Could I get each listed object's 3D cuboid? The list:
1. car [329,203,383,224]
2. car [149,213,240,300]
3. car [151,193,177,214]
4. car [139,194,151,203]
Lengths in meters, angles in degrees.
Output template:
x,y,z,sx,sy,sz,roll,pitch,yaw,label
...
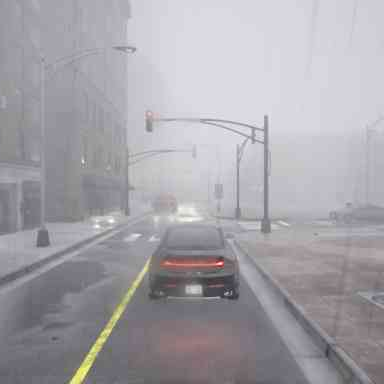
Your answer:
x,y,z,sx,sy,sz,roll,pitch,yaw,label
12.067,1.514,23.772,4.181,1.385,1.994,0,0,0,car
0.060,1.505,8.385,1.837,1.490,4.892,0,0,1,car
-2.825,1.230,36.482,2.150,2.045,5.566,0,0,1,car
-8.384,1.291,70.057,5.566,2.045,2.150,0,0,9,car
